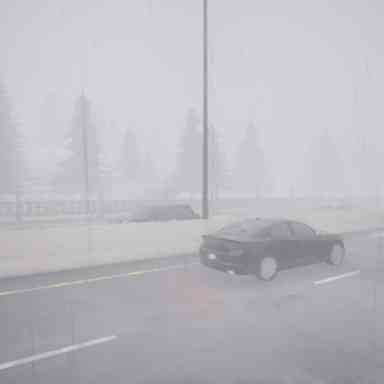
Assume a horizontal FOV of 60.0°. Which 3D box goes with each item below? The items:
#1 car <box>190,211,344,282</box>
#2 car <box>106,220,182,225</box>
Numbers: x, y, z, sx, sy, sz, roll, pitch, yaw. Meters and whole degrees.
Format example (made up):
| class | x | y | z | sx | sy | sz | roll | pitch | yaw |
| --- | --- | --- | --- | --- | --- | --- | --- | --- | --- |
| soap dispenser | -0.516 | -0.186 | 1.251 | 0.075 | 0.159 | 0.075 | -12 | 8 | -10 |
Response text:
| class | x | y | z | sx | sy | sz | roll | pitch | yaw |
| --- | --- | --- | --- | --- | --- | --- | --- | --- | --- |
| car | 2.522 | 1.479 | 9.845 | 5.008 | 1.535 | 1.882 | 0 | 0 | -35 |
| car | -1.763 | 1.353 | 15.630 | 4.553 | 1.767 | 2.097 | 0 | 0 | -35 |
